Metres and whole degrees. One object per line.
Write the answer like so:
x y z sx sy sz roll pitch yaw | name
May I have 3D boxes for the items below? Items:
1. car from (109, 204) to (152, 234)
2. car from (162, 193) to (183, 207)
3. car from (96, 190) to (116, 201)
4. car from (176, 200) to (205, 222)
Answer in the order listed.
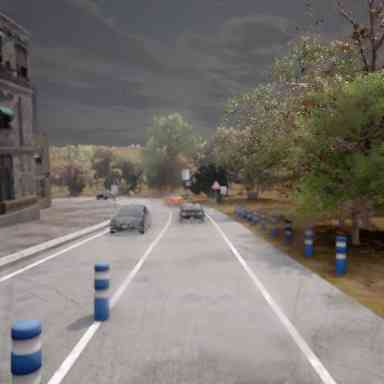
-3.398 1.498 19.124 1.837 1.490 4.892 0 0 -1 | car
-2.504 0.876 42.876 2.097 1.767 4.553 -2 2 -14 | car
-16.659 0.586 64.369 2.150 2.045 5.566 -5 3 -38 | car
-0.069 1.553 26.025 1.895 1.301 4.718 0 1 -2 | car
